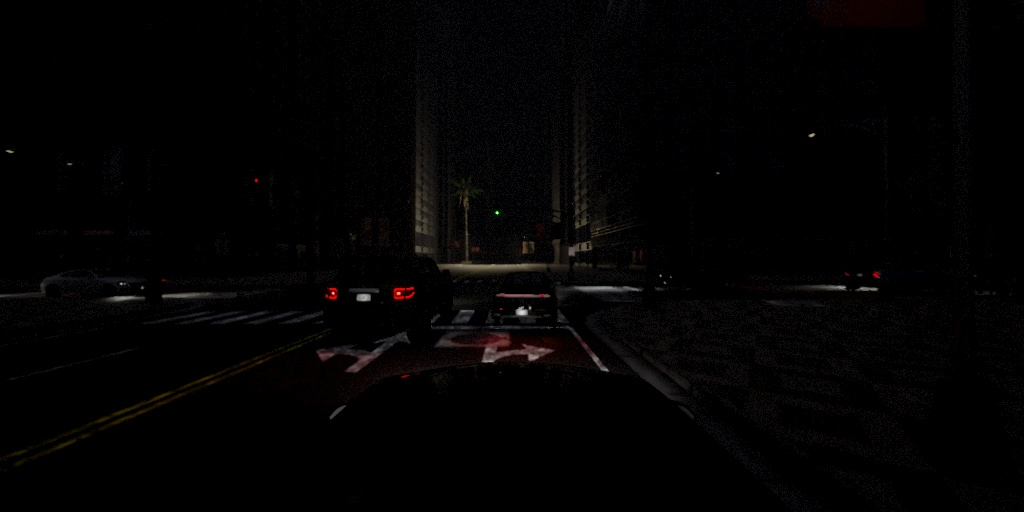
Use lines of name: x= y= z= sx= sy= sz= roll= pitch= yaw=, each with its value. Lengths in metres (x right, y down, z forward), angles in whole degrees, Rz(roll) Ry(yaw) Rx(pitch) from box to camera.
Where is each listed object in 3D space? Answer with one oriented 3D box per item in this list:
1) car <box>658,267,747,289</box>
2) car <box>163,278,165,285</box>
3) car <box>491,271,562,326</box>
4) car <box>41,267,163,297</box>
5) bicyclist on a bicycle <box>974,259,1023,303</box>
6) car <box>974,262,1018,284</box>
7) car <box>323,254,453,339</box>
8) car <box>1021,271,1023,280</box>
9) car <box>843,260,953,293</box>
car: x=11.657 y=1.335 z=22.229 sx=4.718 sy=1.301 sz=1.895 roll=0 pitch=0 yaw=-1
car: x=-23.771 y=1.406 z=21.680 sx=4.674 sy=1.442 sz=1.812 roll=0 pitch=-1 yaw=1
car: x=0.554 y=1.245 z=11.726 sx=2.128 sy=1.511 sz=4.902 roll=0 pitch=0 yaw=7
car: x=-21.348 y=1.368 z=18.528 sx=4.674 sy=1.442 sz=1.812 roll=0 pitch=0 yaw=1
bicyclist on a bicycle: x=18.397 y=0.936 z=13.599 sx=0.582 sy=1.620 sz=1.656 roll=0 pitch=-1 yaw=-1
car: x=32.110 y=1.133 z=25.292 sx=4.097 sy=1.591 sz=1.967 roll=0 pitch=0 yaw=-1
car: x=-3.145 y=0.980 z=10.286 sx=2.150 sy=2.045 sz=5.566 roll=0 pitch=0 yaw=0
car: x=37.749 y=1.261 z=25.377 sx=4.207 sy=1.307 sz=1.802 roll=0 pitch=0 yaw=-1
car: x=20.693 y=1.027 z=19.186 sx=4.553 sy=1.767 sz=2.097 roll=0 pitch=0 yaw=-1
